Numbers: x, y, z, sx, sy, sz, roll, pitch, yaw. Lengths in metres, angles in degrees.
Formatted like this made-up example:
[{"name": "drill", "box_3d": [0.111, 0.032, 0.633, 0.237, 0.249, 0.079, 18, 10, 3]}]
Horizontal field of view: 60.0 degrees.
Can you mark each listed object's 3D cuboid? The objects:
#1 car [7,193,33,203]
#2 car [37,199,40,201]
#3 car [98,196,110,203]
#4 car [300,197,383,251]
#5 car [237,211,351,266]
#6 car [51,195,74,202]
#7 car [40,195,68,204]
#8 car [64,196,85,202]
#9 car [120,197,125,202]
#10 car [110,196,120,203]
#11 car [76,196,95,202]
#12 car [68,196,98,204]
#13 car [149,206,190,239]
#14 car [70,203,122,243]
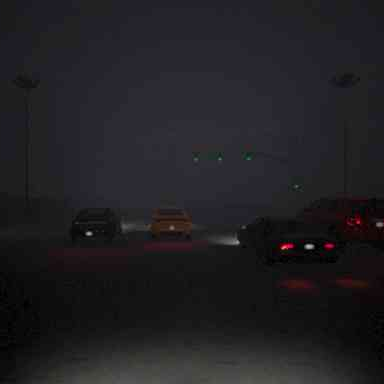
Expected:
[{"name": "car", "box_3d": [-35.612, 1.325, 68.909, 5.566, 2.045, 2.150, 0, 0, 17]}, {"name": "car", "box_3d": [-30.562, 1.515, 70.700, 5.008, 1.535, 1.882, 0, 0, 21]}, {"name": "car", "box_3d": [-19.868, 1.547, 68.326, 5.008, 1.535, 1.882, 0, 0, 35]}, {"name": "car", "box_3d": [6.242, 1.215, 14.172, 2.150, 2.045, 5.566, 0, 0, -5]}, {"name": "car", "box_3d": [2.984, 1.547, 11.594, 2.033, 1.411, 5.357, 0, 0, -5]}, {"name": "car", "box_3d": [-28.656, 1.525, 73.678, 4.892, 1.490, 1.837, 0, 0, 24]}, {"name": "car", "box_3d": [-26.621, 1.437, 64.553, 4.553, 1.767, 2.097, 0, 0, 31]}, {"name": "car", "box_3d": [-27.157, 1.610, 76.840, 4.718, 1.301, 1.895, 0, 0, 24]}, {"name": "car", "box_3d": [-17.029, 1.619, 74.942, 4.181, 1.385, 1.994, 0, 0, 35]}, {"name": "car", "box_3d": [-18.507, 1.663, 71.682, 4.718, 1.301, 1.895, 0, 0, 35]}, {"name": "car", "box_3d": [-25.603, 1.558, 79.977, 4.181, 1.385, 1.994, 0, 0, 24]}, {"name": "car", "box_3d": [-21.476, 1.615, 65.158, 5.357, 1.411, 2.033, 0, 0, 38]}, {"name": "car", "box_3d": [-1.230, 1.488, 17.691, 1.882, 1.535, 5.008, 0, 0, -7]}, {"name": "car", "box_3d": [-4.573, 1.508, 16.223, 2.128, 1.511, 4.902, 0, 0, -7]}]
